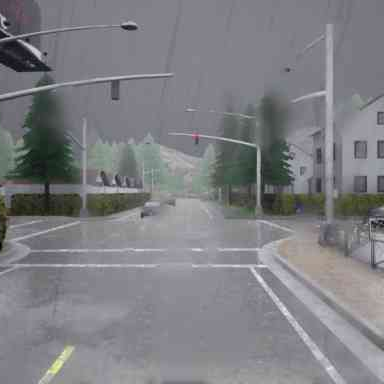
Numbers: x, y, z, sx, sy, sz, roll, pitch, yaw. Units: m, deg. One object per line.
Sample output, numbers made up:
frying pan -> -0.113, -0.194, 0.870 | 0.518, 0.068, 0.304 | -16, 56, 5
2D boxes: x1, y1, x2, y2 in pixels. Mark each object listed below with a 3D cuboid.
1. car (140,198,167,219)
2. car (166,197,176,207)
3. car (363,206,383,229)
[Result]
car -> -3.439, 1.525, 29.297 | 1.812, 1.442, 4.674 | 0, 0, -2
car -> -3.553, 1.547, 52.278 | 2.033, 1.411, 5.357 | 0, 0, 0
car -> 11.756, 1.334, 17.902 | 4.674, 1.442, 1.812 | 0, 0, -1
